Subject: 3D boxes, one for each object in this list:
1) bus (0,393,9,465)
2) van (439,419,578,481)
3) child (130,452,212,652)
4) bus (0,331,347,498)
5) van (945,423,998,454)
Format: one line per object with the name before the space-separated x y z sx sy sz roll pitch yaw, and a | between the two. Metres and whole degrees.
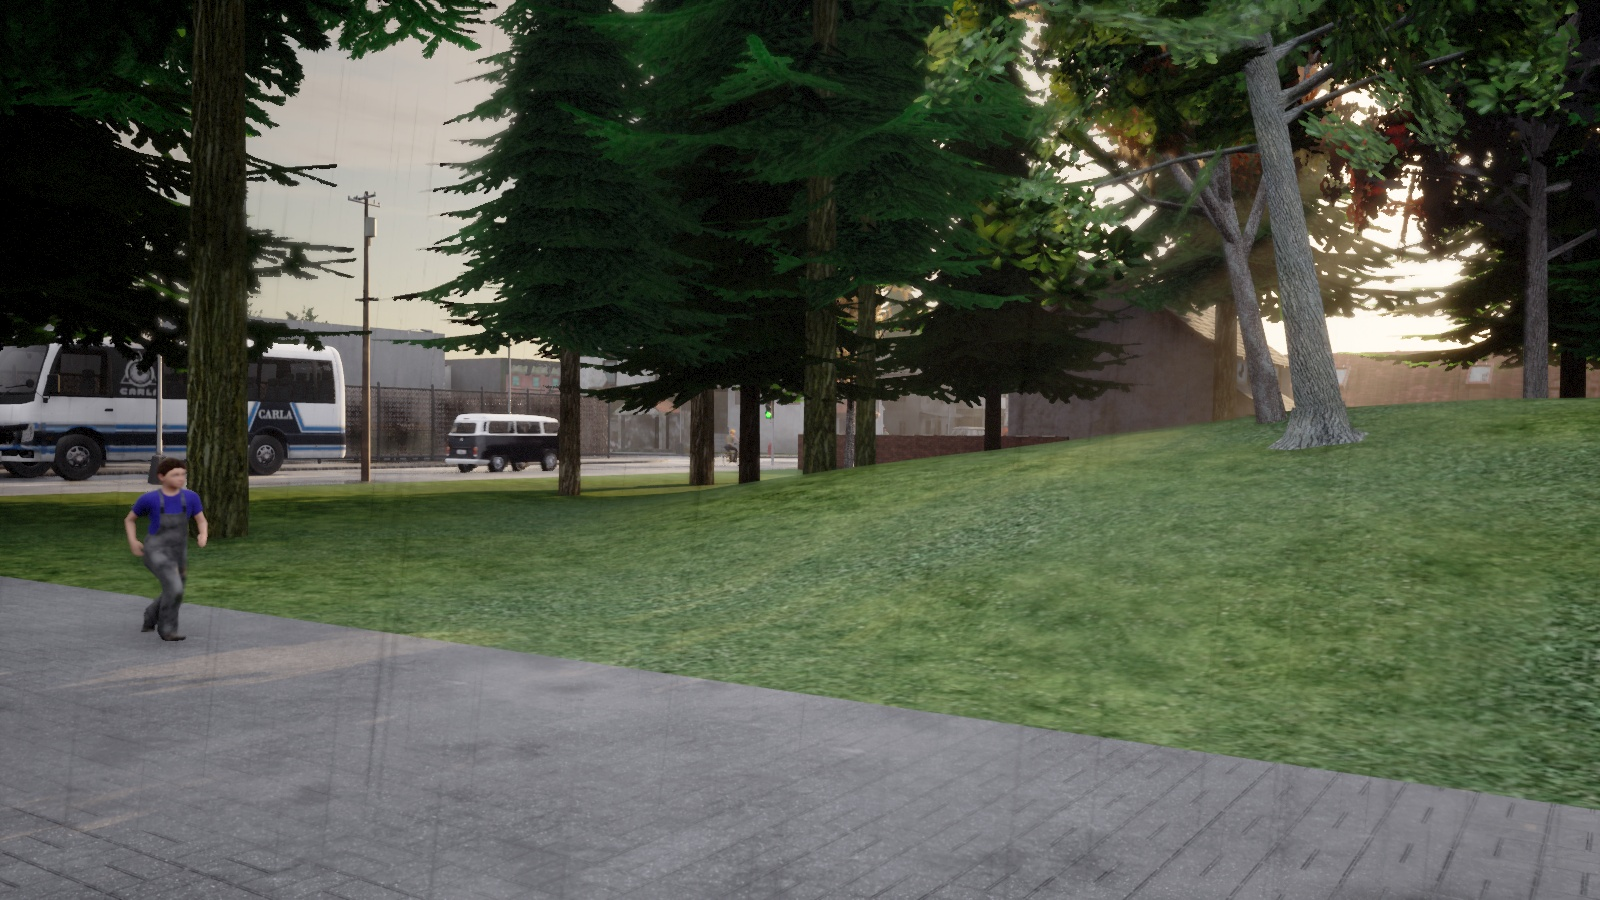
bus | -51.309 -1.151 71.100 3.944 4.253 10.273 0 1 37
van | -10.098 -0.048 43.773 2.069 2.038 4.480 0 1 34
child | -4.093 0.647 8.171 0.437 1.263 0.270 0 1 32
bus | -19.142 -0.982 37.384 3.944 4.253 10.273 0 1 33
van | 11.444 -0.759 83.486 1.775 1.987 4.442 0 1 33
